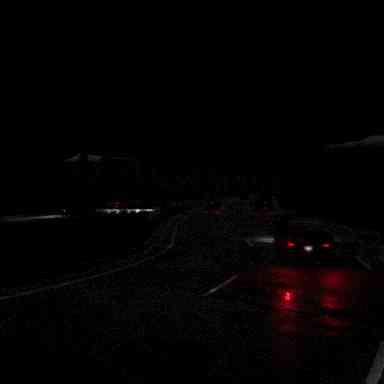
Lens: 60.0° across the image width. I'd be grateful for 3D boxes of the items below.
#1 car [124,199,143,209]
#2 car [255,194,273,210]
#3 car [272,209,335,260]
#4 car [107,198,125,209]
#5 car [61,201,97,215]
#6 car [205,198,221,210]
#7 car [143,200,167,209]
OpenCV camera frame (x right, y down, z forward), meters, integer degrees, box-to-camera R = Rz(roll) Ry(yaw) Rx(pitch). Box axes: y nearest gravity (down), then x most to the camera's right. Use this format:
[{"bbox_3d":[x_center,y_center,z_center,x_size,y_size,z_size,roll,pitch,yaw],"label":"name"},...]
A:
[{"bbox_3d":[-8.575,1.961,53.624,1.812,1.442,4.674,-1,0,18],"label":"car"},{"bbox_3d":[9.823,1.387,45.473,2.150,2.045,5.566,-1,0,8],"label":"car"},{"bbox_3d":[4.104,1.557,12.566,1.812,1.442,4.674,0,0,12],"label":"car"},{"bbox_3d":[-11.955,1.833,54.557,2.097,1.767,4.553,-1,0,18],"label":"car"},{"bbox_3d":[-13.540,1.904,40.107,2.128,1.511,4.902,-1,0,23],"label":"car"},{"bbox_3d":[3.065,1.610,47.358,2.097,1.767,4.553,-1,0,7],"label":"car"},{"bbox_3d":[-5.461,1.951,51.894,1.994,1.385,4.181,-1,0,18],"label":"car"}]
